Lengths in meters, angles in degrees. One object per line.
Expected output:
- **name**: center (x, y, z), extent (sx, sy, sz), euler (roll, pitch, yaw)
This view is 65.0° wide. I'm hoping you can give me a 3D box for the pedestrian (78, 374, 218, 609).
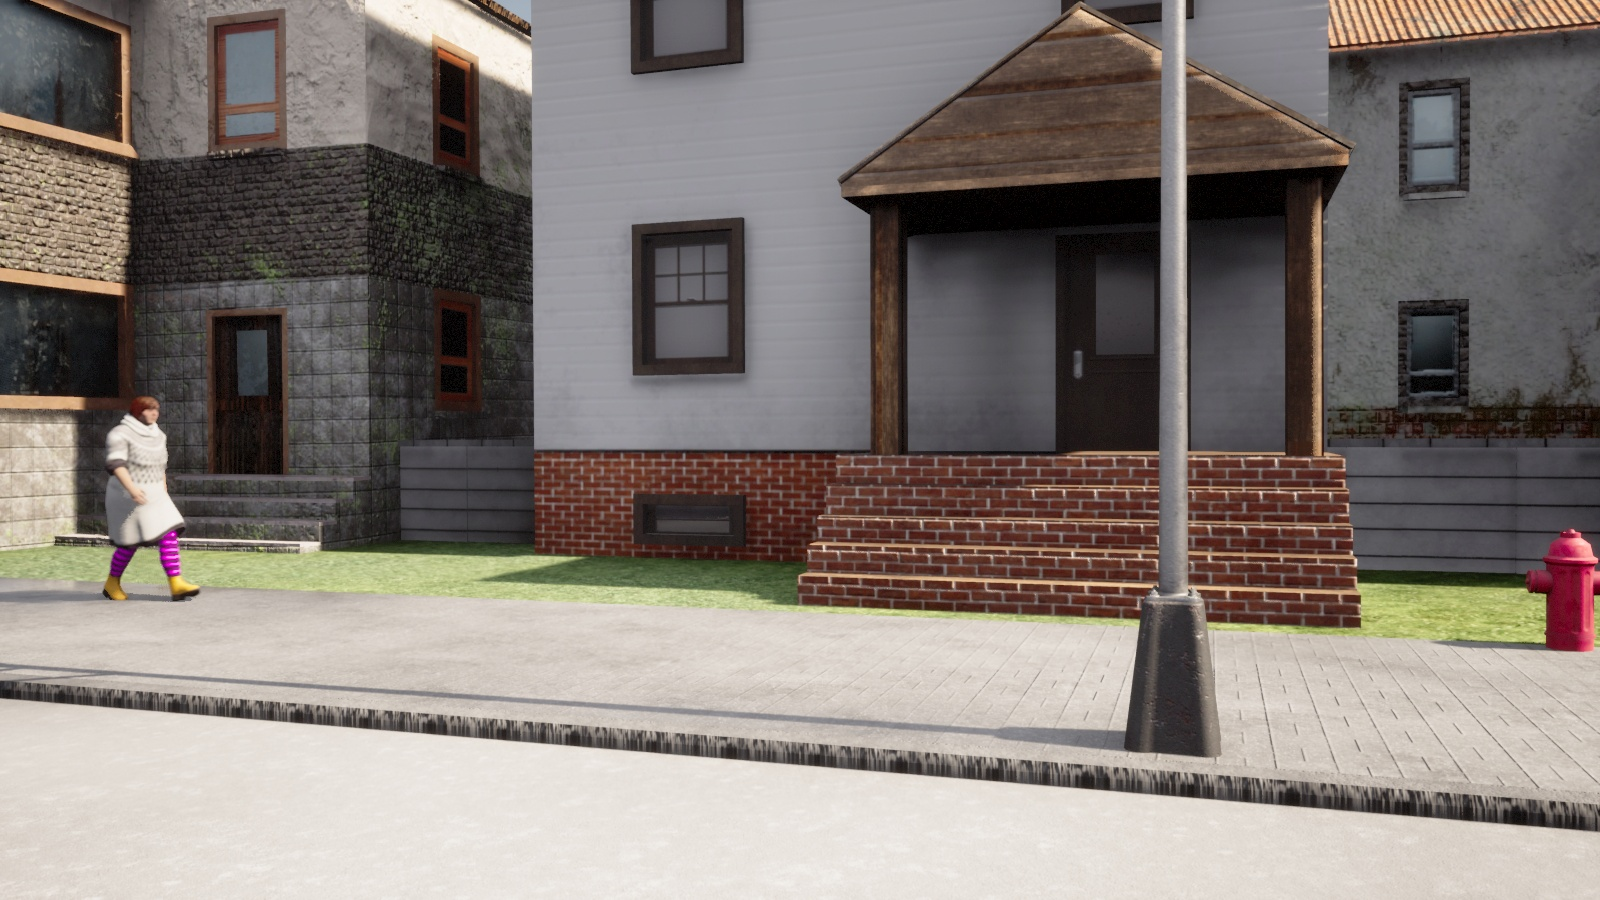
- **pedestrian**: center (-5.659, 0.340, 10.913), extent (0.873, 1.952, 0.659), euler (1, 1, 22)
